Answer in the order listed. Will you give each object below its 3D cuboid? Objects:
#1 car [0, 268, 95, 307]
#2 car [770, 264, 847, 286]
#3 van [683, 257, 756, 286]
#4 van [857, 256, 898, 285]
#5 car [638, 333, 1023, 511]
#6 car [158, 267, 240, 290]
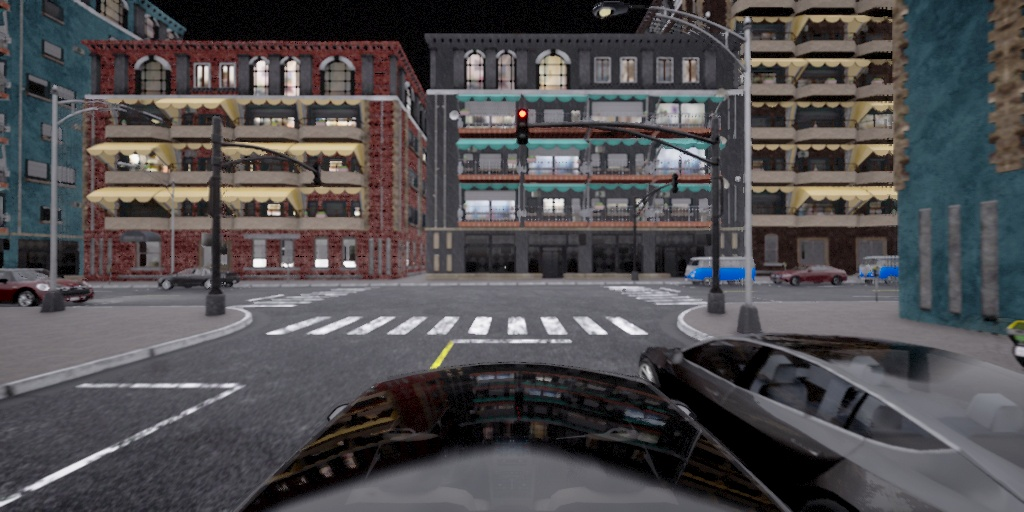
[{"bbox_3d":[-19.654,1.214,14.484,4.097,1.591,1.967,0,0,0],"label":"car"},{"bbox_3d":[18.728,1.169,22.698,4.207,1.307,1.802,0,0,0],"label":"car"},{"bbox_3d":[13.087,0.962,22.668,3.998,1.789,1.690,0,0,0],"label":"van"},{"bbox_3d":[24.368,0.893,22.728,3.998,1.789,1.690,0,0,0],"label":"van"},{"bbox_3d":[2.566,1.310,3.098,1.948,1.339,4.313,0,0,0],"label":"car"},{"bbox_3d":[-19.698,1.382,22.623,4.403,1.370,2.007,0,0,0],"label":"car"}]
